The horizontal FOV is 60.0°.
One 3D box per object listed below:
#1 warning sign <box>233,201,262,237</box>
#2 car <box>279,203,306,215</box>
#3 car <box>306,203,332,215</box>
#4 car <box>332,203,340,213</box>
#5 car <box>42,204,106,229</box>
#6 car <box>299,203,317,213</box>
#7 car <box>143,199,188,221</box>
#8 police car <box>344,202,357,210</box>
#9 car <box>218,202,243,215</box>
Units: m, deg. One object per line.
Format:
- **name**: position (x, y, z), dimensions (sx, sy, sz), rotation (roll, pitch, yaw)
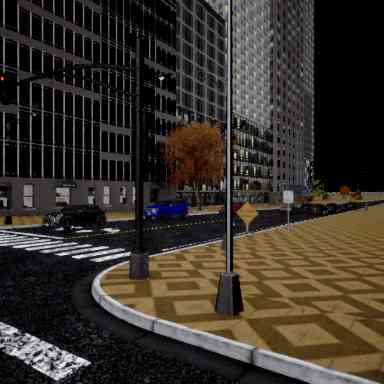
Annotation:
- **warning sign**: position (3.102, 1.454, 18.567), dimensions (1.300, 1.860, 1.060), rotation (1, 1, 33)
- **car**: position (13.820, 2.402, 46.406), dimensions (2.033, 1.411, 5.357), rotation (0, -1, 33)
- **car**: position (17.691, 2.398, 46.317), dimensions (1.837, 1.490, 4.892), rotation (0, -1, 33)
- **car**: position (23.089, 2.574, 54.707), dimensions (1.837, 1.490, 4.892), rotation (0, -1, 33)
- **car**: position (-8.455, 1.648, 24.110), dimensions (2.097, 1.767, 4.553), rotation (0, -1, 33)
- **car**: position (19.135, 2.533, 54.745), dimensions (1.837, 1.490, 4.892), rotation (0, -1, 33)
- **car**: position (-2.517, 1.711, 33.327), dimensions (2.150, 2.045, 5.566), rotation (0, -1, 33)
- **police car**: position (31.505, 2.738, 65.842), dimensions (1.930, 1.638, 5.238), rotation (0, -1, 33)
- **car**: position (5.429, 2.106, 45.616), dimensions (2.097, 1.767, 4.553), rotation (0, -1, 33)
